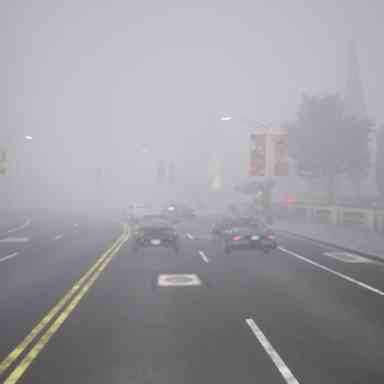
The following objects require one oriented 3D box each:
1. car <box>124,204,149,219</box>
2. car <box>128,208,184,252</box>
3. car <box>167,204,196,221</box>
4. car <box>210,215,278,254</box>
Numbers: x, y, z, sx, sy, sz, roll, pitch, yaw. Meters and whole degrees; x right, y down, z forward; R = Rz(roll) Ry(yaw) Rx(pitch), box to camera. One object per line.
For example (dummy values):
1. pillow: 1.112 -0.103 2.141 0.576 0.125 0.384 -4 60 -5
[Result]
1. car: -4.753 1.775 29.439 1.812 1.442 4.674 1 0 -23
2. car: -1.522 1.652 14.341 1.812 1.442 4.674 0 0 -5
3. car: -1.337 1.822 30.370 2.033 1.411 5.357 0 -1 -22
4. car: 2.004 1.689 14.268 2.033 1.411 5.357 0 0 -5
